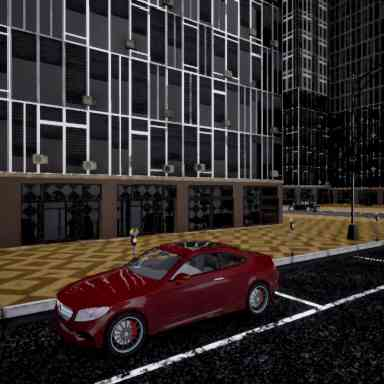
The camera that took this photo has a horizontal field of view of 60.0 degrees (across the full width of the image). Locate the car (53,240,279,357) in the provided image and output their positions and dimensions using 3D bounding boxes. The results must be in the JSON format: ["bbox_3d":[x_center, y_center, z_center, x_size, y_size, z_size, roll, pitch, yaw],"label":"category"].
[{"bbox_3d":[-0.209,1.582,5.951,4.206,1.307,1.802,0,0,-35],"label":"car"}]

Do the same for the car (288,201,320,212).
[{"bbox_3d":[15.182,1.899,45.290,2.008,1.369,4.403,-1,0,-36],"label":"car"}]
